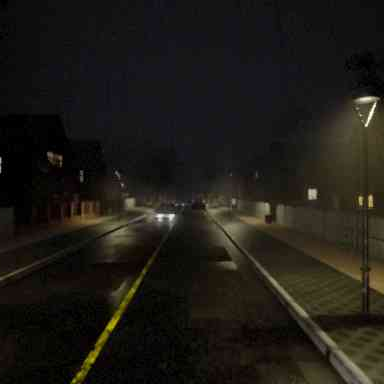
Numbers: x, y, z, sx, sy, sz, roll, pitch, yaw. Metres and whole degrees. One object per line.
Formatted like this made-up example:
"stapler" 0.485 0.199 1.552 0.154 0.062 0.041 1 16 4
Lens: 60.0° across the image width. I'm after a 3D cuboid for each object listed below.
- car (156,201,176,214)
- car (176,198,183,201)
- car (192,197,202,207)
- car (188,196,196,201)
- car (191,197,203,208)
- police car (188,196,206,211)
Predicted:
"car" -2.847 1.746 37.017 1.994 1.385 4.181 0 0 0
"car" -2.759 1.600 77.644 1.895 1.301 4.718 0 0 0
"car" 0.818 1.739 60.033 1.801 1.575 5.366 0 0 0
"car" -0.011 1.870 93.827 2.033 1.411 5.357 0 0 0
"car" 0.818 1.713 54.032 1.801 1.575 5.366 0 0 0
"police car" 0.820 1.639 43.950 1.930 1.638 5.238 0 0 0
